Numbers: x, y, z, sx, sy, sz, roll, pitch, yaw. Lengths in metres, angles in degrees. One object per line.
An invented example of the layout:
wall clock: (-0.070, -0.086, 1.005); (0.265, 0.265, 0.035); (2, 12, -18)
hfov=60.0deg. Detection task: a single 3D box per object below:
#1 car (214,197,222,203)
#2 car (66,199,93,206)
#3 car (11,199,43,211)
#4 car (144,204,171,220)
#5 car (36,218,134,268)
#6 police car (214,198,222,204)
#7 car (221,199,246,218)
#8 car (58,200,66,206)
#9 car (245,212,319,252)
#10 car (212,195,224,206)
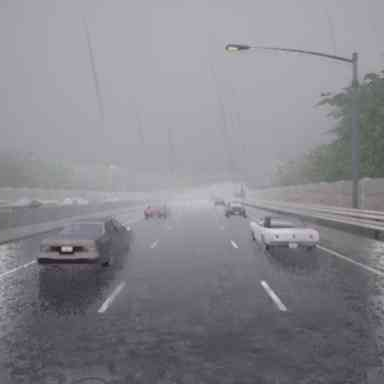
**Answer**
car: (7.463, 2.255, 95.167); (2.097, 1.767, 4.553); (0, -1, 5)
car: (-13.328, 1.727, 40.956); (1.812, 1.442, 4.674); (0, -1, 2)
car: (-20.324, 1.670, 41.234); (1.882, 1.535, 5.008); (0, -1, 2)
car: (-2.984, 1.741, 29.800); (1.895, 1.301, 4.718); (0, 0, 1)
car: (-3.326, 1.587, 11.434); (2.033, 1.411, 5.357); (0, 0, 1)
police car: (6.622, 2.252, 84.336); (2.038, 1.542, 4.974); (0, -1, 4)
car: (4.084, 1.690, 32.059); (1.812, 1.442, 4.674); (0, 0, 2)
car: (-16.651, 1.754, 45.456); (1.812, 1.442, 4.674); (0, -1, 3)
car: (3.710, 1.659, 14.270); (1.895, 1.301, 4.718); (0, 0, 1)
car: (5.233, 1.792, 62.559); (2.097, 1.767, 4.553); (0, -1, 3)
